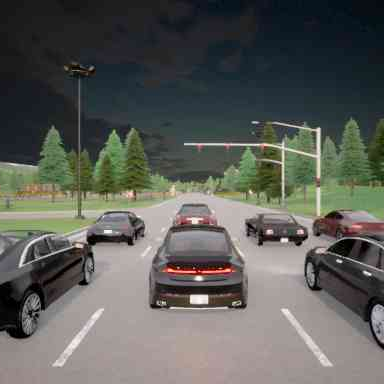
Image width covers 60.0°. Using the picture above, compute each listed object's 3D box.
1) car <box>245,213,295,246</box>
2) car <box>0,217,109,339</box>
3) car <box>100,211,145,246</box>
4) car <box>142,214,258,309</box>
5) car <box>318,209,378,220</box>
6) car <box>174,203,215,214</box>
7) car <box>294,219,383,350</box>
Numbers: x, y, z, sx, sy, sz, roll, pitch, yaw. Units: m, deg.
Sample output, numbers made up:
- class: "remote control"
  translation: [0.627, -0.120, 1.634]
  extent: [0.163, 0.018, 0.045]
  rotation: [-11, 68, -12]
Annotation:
- class: "car"
  translation: [3.632, 1.601, 15.251]
  extent: [1.895, 1.301, 4.718]
  rotation: [0, 0, 0]
- class: "car"
  translation: [-3.385, 1.492, 6.558]
  extent: [2.128, 1.511, 4.902]
  rotation: [0, 0, 0]
- class: "car"
  translation: [-3.367, 1.564, 15.363]
  extent: [1.994, 1.385, 4.181]
  rotation: [0, 0, 0]
- class: "car"
  translation: [0.118, 1.505, 7.851]
  extent: [1.837, 1.490, 4.892]
  rotation: [0, 0, 0]
- class: "car"
  translation: [7.132, 1.526, 15.327]
  extent: [1.812, 1.442, 4.674]
  rotation: [0, 0, 0]
- class: "car"
  translation: [0.135, 1.352, 16.988]
  extent: [2.097, 1.767, 4.553]
  rotation: [0, 0, 0]
- class: "car"
  translation: [3.614, 1.505, 6.150]
  extent: [1.837, 1.490, 4.892]
  rotation: [0, 0, 0]
